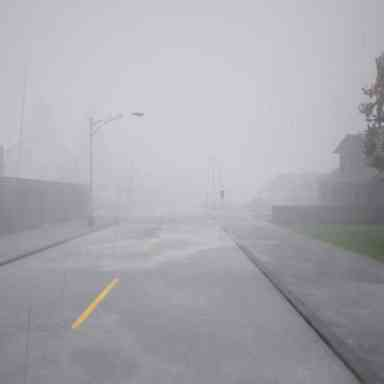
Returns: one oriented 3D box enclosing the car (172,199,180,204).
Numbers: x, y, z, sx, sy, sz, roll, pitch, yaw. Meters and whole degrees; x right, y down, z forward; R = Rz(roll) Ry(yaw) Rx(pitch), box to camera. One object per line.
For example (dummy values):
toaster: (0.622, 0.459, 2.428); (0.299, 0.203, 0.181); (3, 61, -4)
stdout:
car: (-3.975, 2.547, 84.183); (1.812, 1.442, 4.674); (0, -1, 0)
